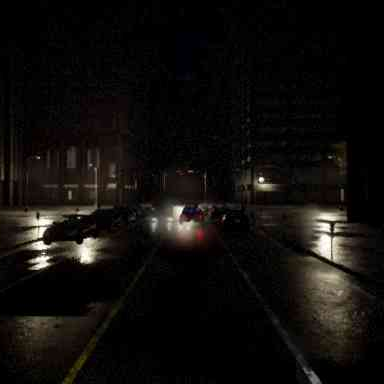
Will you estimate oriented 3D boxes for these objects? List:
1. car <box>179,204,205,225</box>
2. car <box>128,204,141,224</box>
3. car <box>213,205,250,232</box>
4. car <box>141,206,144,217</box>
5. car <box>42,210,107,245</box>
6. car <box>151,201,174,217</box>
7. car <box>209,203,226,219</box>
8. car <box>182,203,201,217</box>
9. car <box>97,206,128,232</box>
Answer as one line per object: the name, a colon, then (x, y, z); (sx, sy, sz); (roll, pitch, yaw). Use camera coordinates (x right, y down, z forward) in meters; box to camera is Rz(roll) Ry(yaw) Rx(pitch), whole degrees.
car: (0.009, 1.890, 26.494); (1.895, 1.301, 4.718); (0, -1, 0)
car: (-5.813, 1.868, 27.681); (1.947, 1.339, 4.313); (0, -1, 0)
car: (2.722, 1.805, 22.062); (1.947, 1.339, 4.313); (0, -1, 0)
car: (-5.823, 1.916, 33.317); (2.008, 1.369, 4.403); (0, -1, 0)
car: (-5.793, 1.760, 16.408); (1.802, 1.307, 4.206); (0, -1, 0)
car: (-3.102, 1.741, 35.534); (2.097, 1.767, 4.553); (0, -1, 0)
car: (2.702, 1.805, 33.335); (1.967, 1.590, 4.097); (0, -1, 0)
car: (-0.062, 1.964, 36.464); (1.994, 1.385, 4.181); (0, -1, 0)
car: (-5.803, 1.806, 22.045); (1.947, 1.339, 4.313); (0, -1, 0)
